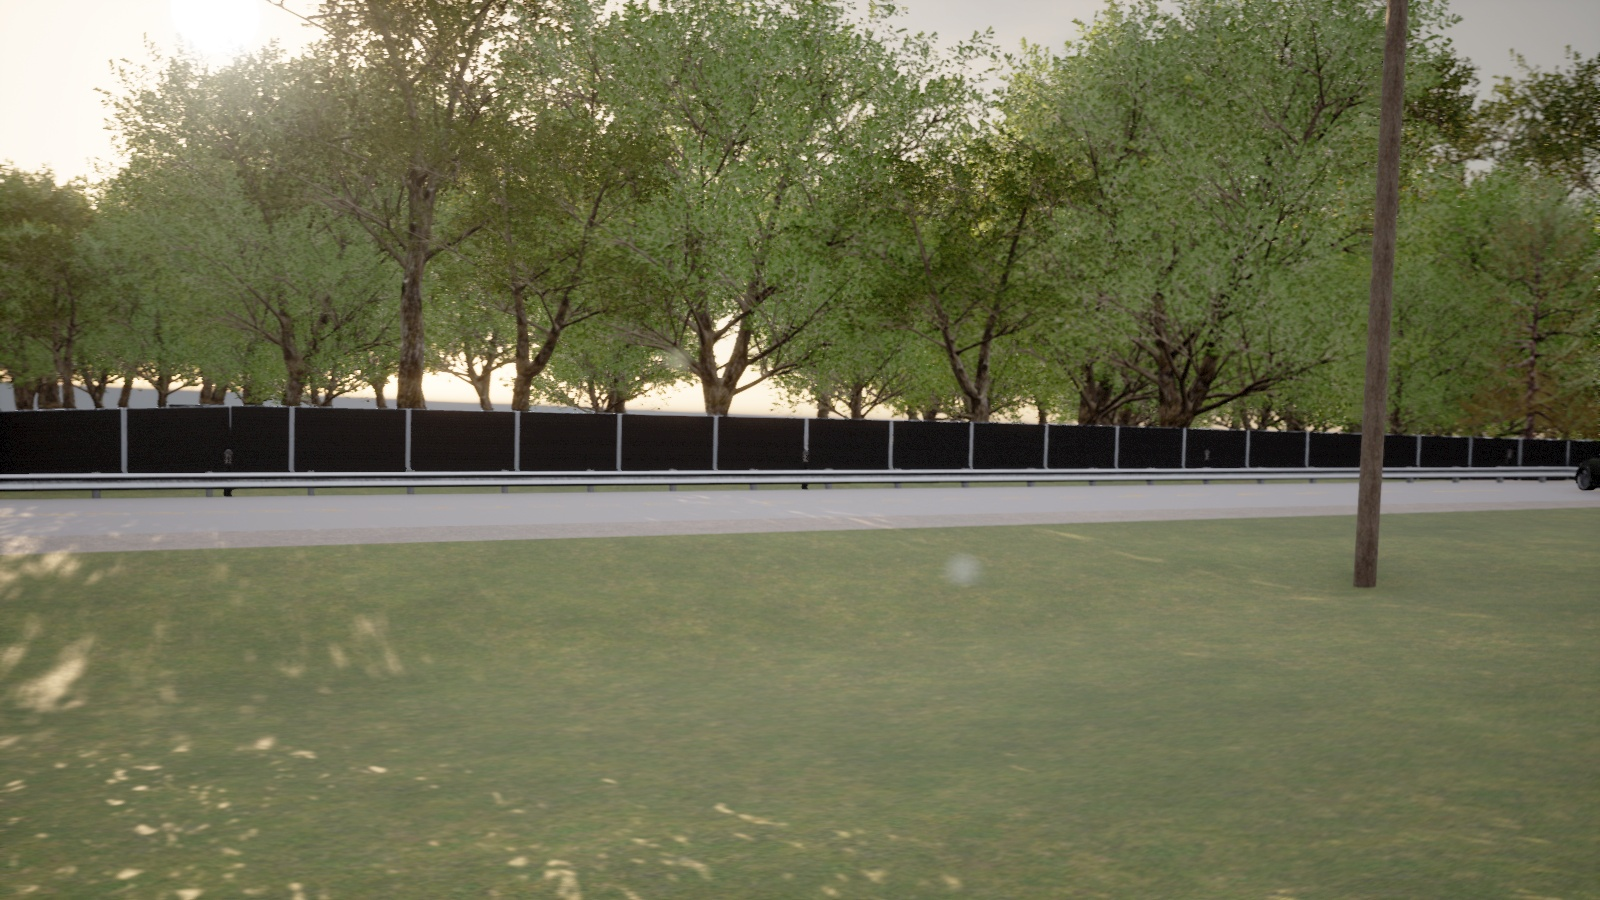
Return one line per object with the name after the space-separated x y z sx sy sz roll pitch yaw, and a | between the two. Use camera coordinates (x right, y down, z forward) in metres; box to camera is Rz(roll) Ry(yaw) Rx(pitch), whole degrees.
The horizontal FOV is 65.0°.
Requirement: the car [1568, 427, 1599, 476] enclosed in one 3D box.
24.271 0.063 36.008 1.994 1.385 4.181 -1 1 1 | car
